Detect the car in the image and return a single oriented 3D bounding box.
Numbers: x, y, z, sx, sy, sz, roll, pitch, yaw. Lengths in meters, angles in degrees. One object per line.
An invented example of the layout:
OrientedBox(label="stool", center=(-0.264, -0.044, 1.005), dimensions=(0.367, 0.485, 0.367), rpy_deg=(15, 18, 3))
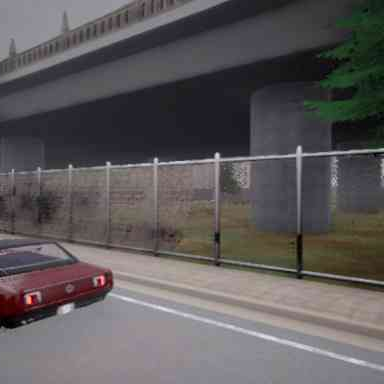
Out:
OrientedBox(label="car", center=(-3.828, 1.606, 6.716), dimensions=(4.718, 1.301, 1.895), rpy_deg=(0, 0, 36))
